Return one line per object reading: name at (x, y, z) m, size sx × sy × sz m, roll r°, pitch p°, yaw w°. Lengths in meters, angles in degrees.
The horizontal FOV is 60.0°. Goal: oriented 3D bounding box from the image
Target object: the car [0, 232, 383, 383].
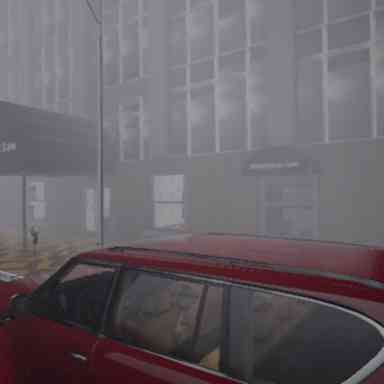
car at (-0.178, 1.317, 3.012) m, size 5.009 × 1.841 × 2.192 m, roll 0°, pitch -1°, yaw 35°
